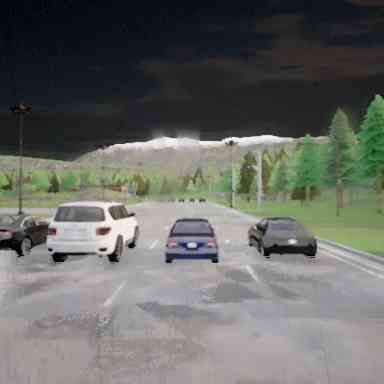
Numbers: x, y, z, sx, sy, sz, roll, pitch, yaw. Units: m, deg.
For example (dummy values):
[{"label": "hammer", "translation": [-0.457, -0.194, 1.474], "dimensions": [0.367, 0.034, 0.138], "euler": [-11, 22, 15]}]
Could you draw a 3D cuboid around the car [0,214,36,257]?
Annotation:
[{"label": "car", "translation": [-6.987, 1.645, 13.625], "dimensions": [2.128, 1.511, 4.902], "euler": [0, 0, 0]}]

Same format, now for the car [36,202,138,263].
[{"label": "car", "translation": [-3.497, 1.367, 12.685], "dimensions": [2.150, 2.045, 5.566], "euler": [0, 0, 0]}]

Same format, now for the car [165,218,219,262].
[{"label": "car", "translation": [0.004, 1.689, 12.633], "dimensions": [2.033, 1.411, 5.357], "euler": [0, -1, 0]}]

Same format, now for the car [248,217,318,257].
[{"label": "car", "translation": [3.515, 1.717, 13.586], "dimensions": [1.994, 1.385, 4.181], "euler": [0, -1, 0]}]
